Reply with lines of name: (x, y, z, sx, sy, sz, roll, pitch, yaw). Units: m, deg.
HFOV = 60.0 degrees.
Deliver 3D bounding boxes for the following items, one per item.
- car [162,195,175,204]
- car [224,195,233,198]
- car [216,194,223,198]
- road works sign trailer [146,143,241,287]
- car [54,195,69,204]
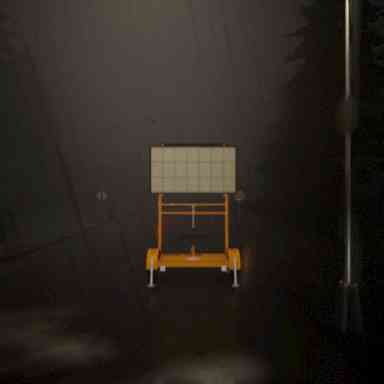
car: (-3.934, 1.311, 52.464, 2.097, 1.767, 4.553, 0, 0, 1)
car: (11.322, 1.445, 92.995, 1.853, 1.218, 4.536, 0, 0, 30)
car: (8.552, 1.358, 93.390, 3.633, 1.501, 1.845, 0, 0, 11)
road works sign trailer: (0.037, 0.457, 9.262, 2.380, 3.560, 2.880, 0, 0, 0)
car: (-23.774, 1.366, 60.510, 1.845, 1.501, 3.633, 0, 0, 0)
